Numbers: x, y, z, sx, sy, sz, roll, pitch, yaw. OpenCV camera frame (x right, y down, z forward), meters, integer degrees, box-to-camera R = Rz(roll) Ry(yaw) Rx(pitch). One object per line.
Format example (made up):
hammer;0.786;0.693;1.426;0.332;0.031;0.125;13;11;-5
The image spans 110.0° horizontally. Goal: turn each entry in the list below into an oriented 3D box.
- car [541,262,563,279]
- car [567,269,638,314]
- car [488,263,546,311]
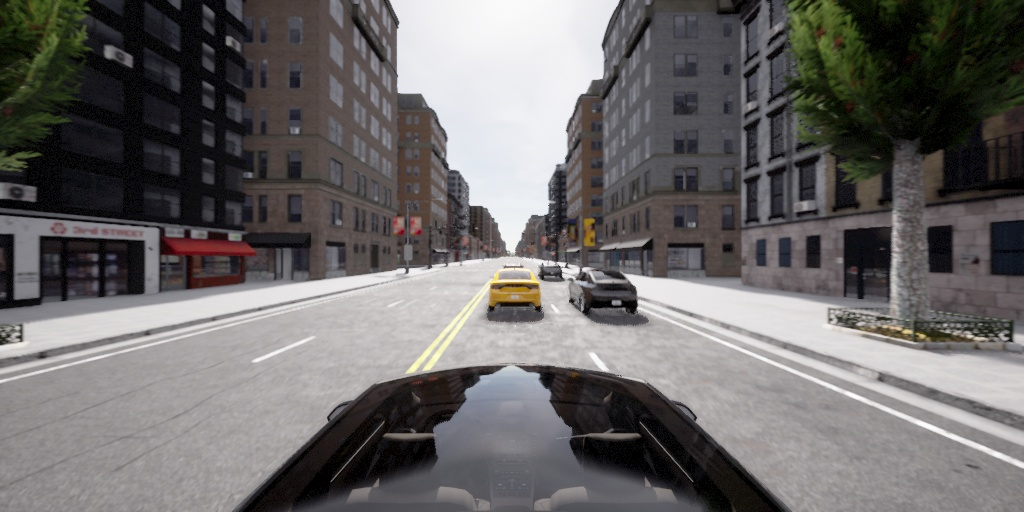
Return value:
car;3.352;1.233;31.986;2.128;1.511;4.902;0;0;0
car;3.352;1.253;13.914;1.837;1.490;4.892;0;0;0
car;0.103;1.225;14.495;1.882;1.535;5.008;0;0;0
